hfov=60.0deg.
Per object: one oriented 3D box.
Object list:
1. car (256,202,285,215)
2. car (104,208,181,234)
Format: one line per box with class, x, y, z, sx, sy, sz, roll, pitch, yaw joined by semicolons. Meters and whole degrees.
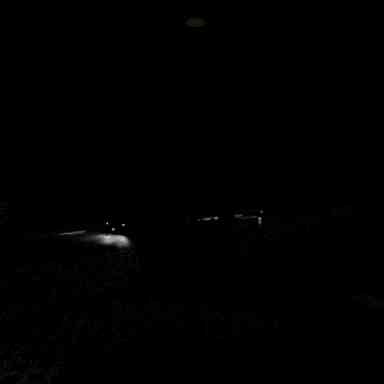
car;8.797;1.858;37.198;2.128;1.511;4.902;1;0;36
car;-2.924;1.759;21.097;2.033;1.411;5.357;1;0;36
